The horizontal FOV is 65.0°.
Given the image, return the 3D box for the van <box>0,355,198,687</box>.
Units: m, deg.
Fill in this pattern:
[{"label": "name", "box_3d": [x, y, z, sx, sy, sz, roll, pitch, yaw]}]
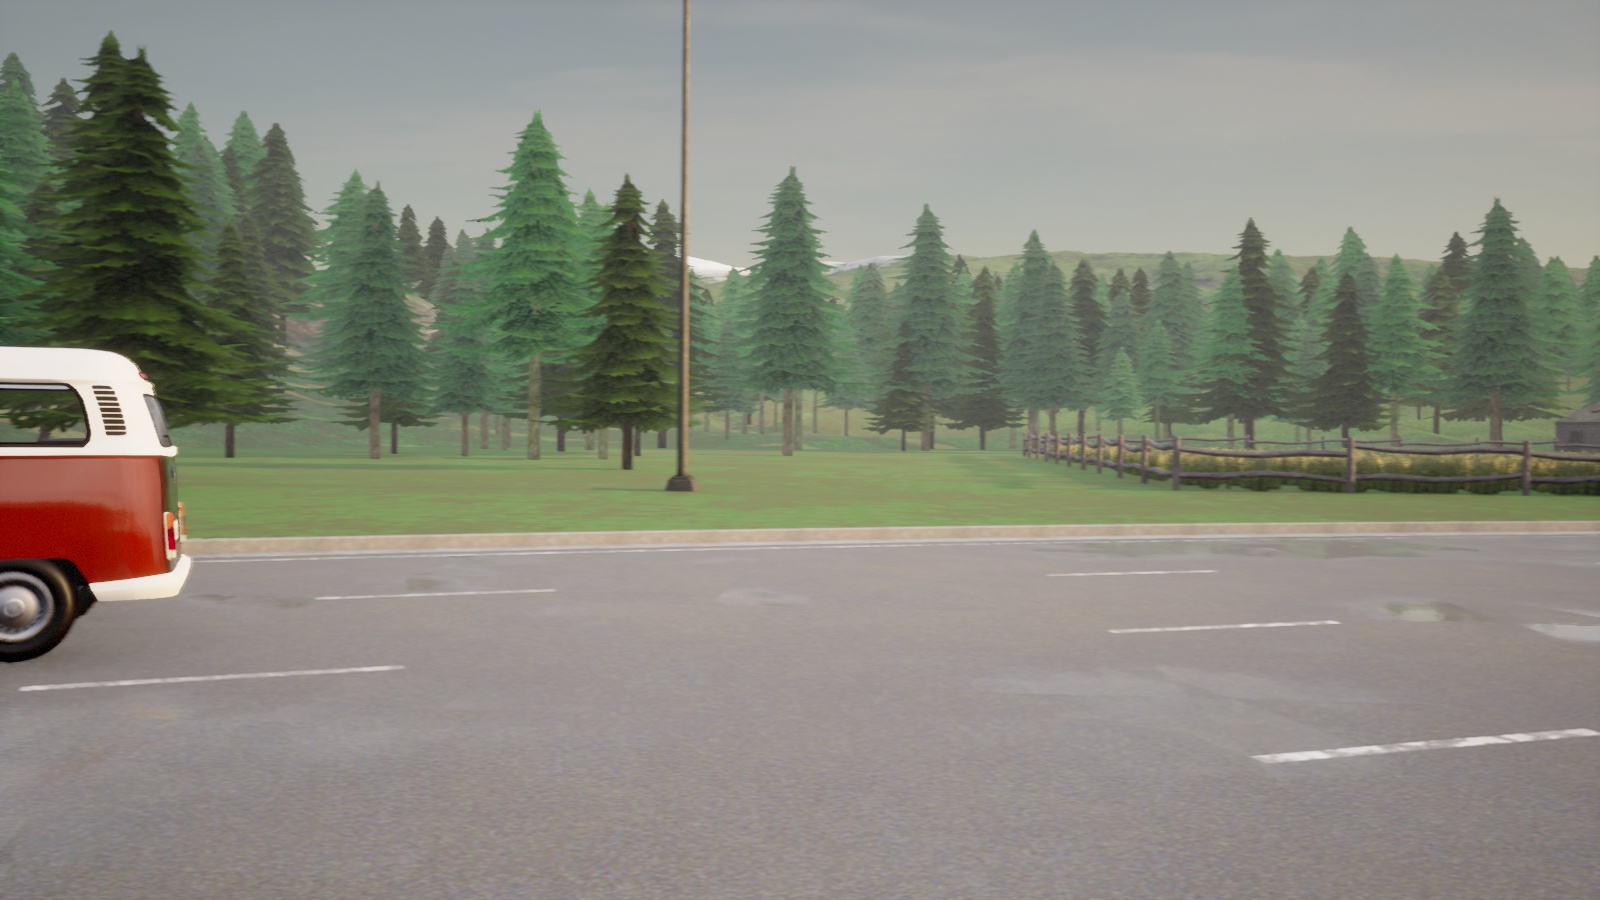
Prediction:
[{"label": "van", "box_3d": [-6.458, 0.450, 8.174, 4.480, 2.038, 2.069, -1, 1, -24]}]
